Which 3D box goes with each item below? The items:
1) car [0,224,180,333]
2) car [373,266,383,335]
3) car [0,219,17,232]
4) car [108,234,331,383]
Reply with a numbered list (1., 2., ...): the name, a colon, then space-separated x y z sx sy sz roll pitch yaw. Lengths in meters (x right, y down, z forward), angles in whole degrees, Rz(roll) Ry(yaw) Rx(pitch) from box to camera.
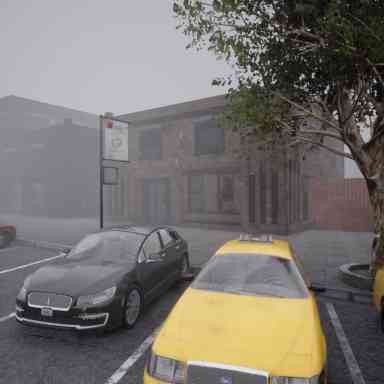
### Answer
1. car: -1.424 1.487 7.117 2.231 1.521 4.892 1 -1 16
2. car: 3.405 1.480 3.442 1.946 1.575 5.366 1 -1 16
3. car: -8.741 1.528 12.359 2.002 1.452 4.674 1 -1 16
4. car: 0.962 1.480 5.186 1.946 1.575 5.366 1 -1 16
